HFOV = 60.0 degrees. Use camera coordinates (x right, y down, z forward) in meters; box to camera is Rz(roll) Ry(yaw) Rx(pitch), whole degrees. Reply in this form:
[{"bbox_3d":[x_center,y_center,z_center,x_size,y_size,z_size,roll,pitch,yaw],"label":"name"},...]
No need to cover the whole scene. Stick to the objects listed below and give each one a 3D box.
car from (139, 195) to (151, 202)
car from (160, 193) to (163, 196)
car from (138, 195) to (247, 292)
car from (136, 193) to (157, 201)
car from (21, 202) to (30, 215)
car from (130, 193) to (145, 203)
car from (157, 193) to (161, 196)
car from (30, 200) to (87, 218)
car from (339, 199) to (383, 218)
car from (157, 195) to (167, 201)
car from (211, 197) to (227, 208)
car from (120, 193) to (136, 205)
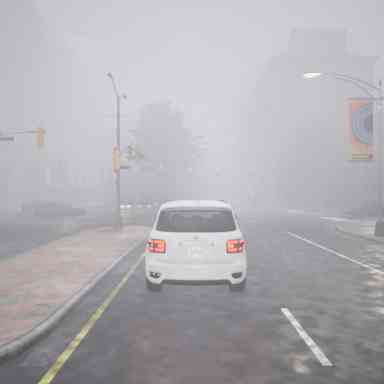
[{"bbox_3d":[-11.252,1.525,80.077,2.128,1.511,4.902,0,0,0],"label":"car"},{"bbox_3d":[-7.764,1.225,76.441,2.150,2.045,5.566,0,0,0],"label":"car"},{"bbox_3d":[0.099,1.221,9.059,2.150,2.045,5.566,0,0,0],"label":"car"},{"bbox_3d":[-7.902,1.352,57.940,2.097,1.767,4.553,0,0,0],"label":"car"},{"bbox_3d":[-14.110,1.491,32.734,4.902,1.511,2.128,0,0,0],"label":"car"},{"bbox_3d":[-11.285,1.225,69.639,2.150,2.045,5.566,0,0,0],"label":"car"},{"bbox_3d":[-7.818,1.525,66.824,1.812,1.442,4.674,0,0,1],"label":"car"},{"bbox_3d":[-11.495,1.564,29.241,4.181,1.385,1.994,0,0,0],"label":"car"},{"bbox_3d":[15.933,1.547,29.308,5.357,1.411,2.033,0,0,0],"label":"car"},{"bbox_3d":[-7.733,1.552,86.256,1.994,1.385,4.181,0,0,0],"label":"car"},{"bbox_3d":[3.906,1.547,48.945,2.033,1.411,5.357,0,0,0],"label":"car"},{"bbox_3d":[-11.384,1.491,59.720,2.128,1.511,4.902,0,0,1],"label":"car"}]
